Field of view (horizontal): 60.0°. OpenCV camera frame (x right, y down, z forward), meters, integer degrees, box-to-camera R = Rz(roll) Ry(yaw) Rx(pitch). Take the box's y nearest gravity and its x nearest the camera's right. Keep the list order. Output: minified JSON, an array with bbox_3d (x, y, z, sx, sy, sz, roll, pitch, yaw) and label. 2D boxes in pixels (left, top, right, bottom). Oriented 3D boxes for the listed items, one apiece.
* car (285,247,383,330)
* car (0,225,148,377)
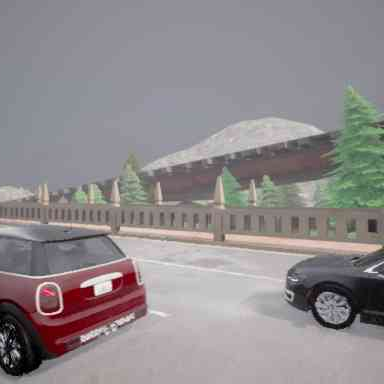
[{"bbox_3d":[4.014,1.504,5.367,4.892,1.490,1.837,0,0,33],"label":"car"},{"bbox_3d":[-3.009,1.364,5.782,4.553,1.767,2.097,0,0,33],"label":"car"}]
